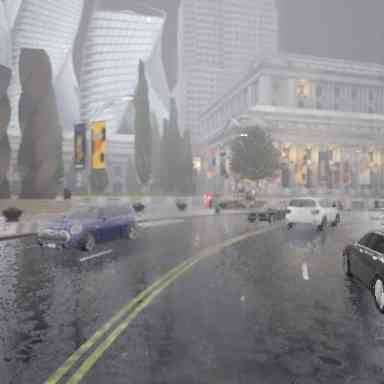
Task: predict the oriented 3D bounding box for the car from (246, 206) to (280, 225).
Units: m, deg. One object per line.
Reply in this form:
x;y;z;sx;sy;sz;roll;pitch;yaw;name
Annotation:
6.092;1.715;25.413;1.895;1.301;4.718;0;0;41;car

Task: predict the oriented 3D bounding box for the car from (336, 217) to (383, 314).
4.769;1.569;7.475;1.837;1.490;4.892;0;0;13;car

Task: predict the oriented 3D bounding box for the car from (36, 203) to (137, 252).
-4.218;1.338;13.992;2.097;1.767;4.553;1;0;21;car

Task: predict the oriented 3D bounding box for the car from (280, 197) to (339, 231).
7.977;1.350;21.808;2.150;2.045;5.566;0;0;36;car
